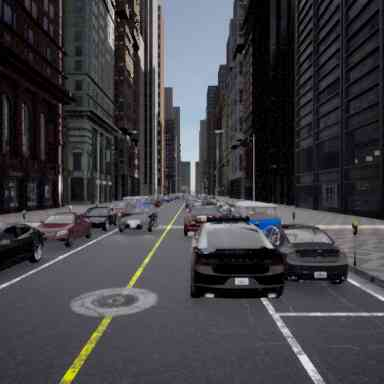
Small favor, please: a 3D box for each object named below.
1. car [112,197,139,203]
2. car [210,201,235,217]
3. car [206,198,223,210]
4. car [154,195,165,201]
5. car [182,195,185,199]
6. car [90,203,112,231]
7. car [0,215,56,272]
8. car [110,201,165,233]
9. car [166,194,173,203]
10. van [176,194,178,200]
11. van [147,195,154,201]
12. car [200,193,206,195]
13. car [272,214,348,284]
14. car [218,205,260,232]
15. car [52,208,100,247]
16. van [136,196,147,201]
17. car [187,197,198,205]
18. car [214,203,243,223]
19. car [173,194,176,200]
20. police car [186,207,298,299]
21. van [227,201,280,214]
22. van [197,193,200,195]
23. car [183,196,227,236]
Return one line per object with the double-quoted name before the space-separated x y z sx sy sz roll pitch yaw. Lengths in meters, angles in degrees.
"car" -5.731 1.449 26.252 1.967 1.590 4.097 0 0 0
"car" 2.801 1.564 31.893 2.008 1.369 4.403 0 0 0
"car" 2.815 1.568 43.165 1.887 1.381 4.507 0 0 0
"car" -5.704 1.344 48.797 2.192 1.841 5.009 0 0 0
"car" 0.072 1.518 45.971 2.128 1.511 4.902 0 0 0
"car" -5.738 1.571 20.615 1.947 1.339 4.313 0 0 0
"car" -5.752 1.567 9.341 1.947 1.339 4.313 0 0 0
"car" -3.074 1.497 19.881 2.128 1.511 4.902 0 0 0
"car" -5.676 1.604 71.344 1.887 1.381 4.507 0 0 0
"van" -5.649 1.440 93.891 1.690 1.788 3.998 0 0 0
"van" -5.718 1.359 37.525 1.690 1.788 3.998 0 0 0
"car" 2.828 1.351 54.438 2.192 1.841 5.009 0 0 0
"car" 2.773 1.552 9.348 2.008 1.369 4.403 0 0 0
"car" 2.787 1.556 20.621 2.008 1.369 4.403 0 0 0
"car" -5.745 1.585 14.979 1.802 1.307 4.206 0 0 0
"van" -5.725 1.354 31.888 1.690 1.788 3.998 0 0 0
"car" 0.074 1.643 59.665 1.895 1.301 4.718 0 0 0
"car" 2.794 1.591 26.257 1.802 1.307 4.206 0 0 0
"car" -5.662 1.645 82.617 1.947 1.339 4.313 0 0 0
"police car" 0.911 1.426 8.646 1.930 1.638 5.238 0 0 0
"van" 2.780 1.344 14.984 1.690 1.788 3.998 0 0 0
"van" 2.862 1.420 82.619 1.690 1.788 3.998 0 0 0
"car" 0.700 1.348 18.541 2.097 1.767 4.553 -1 0 2
